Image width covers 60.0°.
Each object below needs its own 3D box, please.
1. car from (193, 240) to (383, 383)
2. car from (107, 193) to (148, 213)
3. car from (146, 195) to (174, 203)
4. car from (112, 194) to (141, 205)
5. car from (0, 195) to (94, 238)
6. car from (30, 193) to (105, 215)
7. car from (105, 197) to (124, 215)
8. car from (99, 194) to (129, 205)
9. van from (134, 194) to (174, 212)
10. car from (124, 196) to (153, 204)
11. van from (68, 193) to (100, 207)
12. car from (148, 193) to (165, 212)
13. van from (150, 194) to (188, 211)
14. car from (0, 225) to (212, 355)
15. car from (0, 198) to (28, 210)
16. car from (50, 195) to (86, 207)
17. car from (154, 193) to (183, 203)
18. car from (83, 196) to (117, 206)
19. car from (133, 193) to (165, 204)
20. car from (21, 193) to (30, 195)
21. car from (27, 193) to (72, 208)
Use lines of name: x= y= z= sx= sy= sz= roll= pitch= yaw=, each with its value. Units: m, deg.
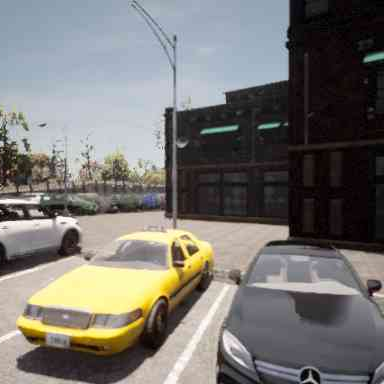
car: x=1.611 y=1.524 z=5.031 sx=2.002 sy=1.452 sz=4.674 roll=1 pitch=-1 yaw=15
car: x=-7.973 y=1.222 z=35.027 sx=5.566 sy=2.045 sz=2.435 roll=1 pitch=1 yaw=14
car: x=-6.481 y=1.466 z=67.155 sx=5.366 sy=1.575 sz=1.946 roll=-1 pitch=-1 yaw=14
car: x=-11.711 y=1.344 z=59.675 sx=4.553 sy=1.767 sz=2.185 roll=-1 pitch=0 yaw=14
car: x=-5.740 y=1.225 z=10.283 sx=2.435 sy=2.045 sz=5.566 roll=0 pitch=-1 yaw=15
car: x=-11.229 y=1.220 z=30.126 sx=5.566 sy=2.045 sz=2.435 roll=1 pitch=0 yaw=14
car: x=-9.630 y=1.501 z=32.566 sx=4.792 sy=1.488 sz=2.163 roll=1 pitch=1 yaw=14
car: x=-13.400 y=1.343 z=57.160 sx=4.553 sy=1.767 sz=2.185 roll=-1 pitch=0 yaw=14
van: x=-4.517 y=1.252 z=39.905 sx=4.442 sy=1.987 sz=1.878 roll=1 pitch=0 yaw=14
car: x=-10.016 y=1.500 z=62.179 sx=4.792 sy=1.488 sz=2.163 roll=-1 pitch=-1 yaw=14
van: x=-16.931 y=1.242 z=52.198 sx=4.442 sy=1.987 sz=1.878 roll=-1 pitch=0 yaw=14
car: x=-6.315 y=1.223 z=37.478 sx=5.566 sy=2.045 sz=2.435 roll=1 pitch=1 yaw=14
van: x=-2.859 y=1.254 z=42.357 sx=4.442 sy=1.987 sz=1.878 roll=1 pitch=0 yaw=14
car: x=-0.889 y=1.476 z=6.591 sx=1.946 sy=1.575 sz=5.366 roll=1 pitch=-1 yaw=15
car: x=-23.609 y=1.490 z=42.149 sx=4.792 sy=1.488 sz=2.163 roll=-1 pitch=0 yaw=14
car: x=-18.538 y=1.340 z=49.684 sx=4.553 sy=1.767 sz=2.185 roll=-1 pitch=-1 yaw=14
car: x=-4.942 y=1.221 z=69.691 sx=5.566 sy=2.045 sz=2.435 roll=-1 pitch=-1 yaw=14
car: x=-15.127 y=1.469 z=54.682 sx=4.892 sy=1.521 sz=2.231 roll=-1 pitch=-1 yaw=14
car: x=-8.386 y=1.220 z=64.700 sx=5.566 sy=2.045 sz=2.435 roll=-1 pitch=0 yaw=14
car: x=-21.920 y=1.211 z=44.658 sx=5.566 sy=2.045 sz=2.435 roll=-1 pitch=0 yaw=14
car: x=-20.173 y=1.212 z=47.171 sx=5.566 sy=2.045 sz=2.435 roll=-1 pitch=-1 yaw=14
